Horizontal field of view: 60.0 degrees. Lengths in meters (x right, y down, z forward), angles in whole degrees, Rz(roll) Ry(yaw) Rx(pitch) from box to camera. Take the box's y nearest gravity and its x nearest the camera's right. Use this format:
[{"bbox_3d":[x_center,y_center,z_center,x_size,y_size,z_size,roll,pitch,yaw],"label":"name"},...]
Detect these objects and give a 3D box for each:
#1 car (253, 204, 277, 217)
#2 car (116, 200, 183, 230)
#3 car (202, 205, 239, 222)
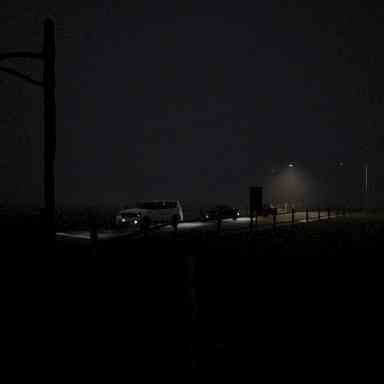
[{"bbox_3d":[8.869,2.266,40.782,2.128,1.511,4.902,0,-1,36],"label":"car"},{"bbox_3d":[-2.973,1.608,24.612,2.150,2.045,5.566,0,-1,36],"label":"car"},{"bbox_3d":[2.841,2.067,32.552,2.128,1.511,4.902,0,-1,36],"label":"car"}]
